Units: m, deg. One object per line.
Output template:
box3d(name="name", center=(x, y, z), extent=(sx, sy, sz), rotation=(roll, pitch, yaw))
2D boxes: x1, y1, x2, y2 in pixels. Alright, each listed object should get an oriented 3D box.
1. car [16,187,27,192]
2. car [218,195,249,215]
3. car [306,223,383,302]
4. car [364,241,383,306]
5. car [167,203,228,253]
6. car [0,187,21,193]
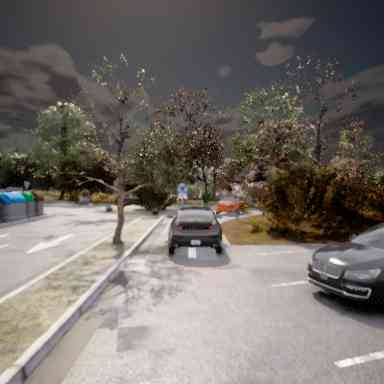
box3d(name="car", center=(-27.160, -0.017, 50.145), extent=(4.553, 1.767, 2.097), rotation=(4, -1, 2))
box3d(name="car", center=(3.820, 1.087, 30.589), extent=(2.097, 1.767, 4.553), rotation=(-1, 1, 21))
box3d(name="car", center=(4.836, 1.390, 7.256), extent=(4.892, 1.521, 2.231), rotation=(1, 1, -20))
box3d(name="car", center=(4.824, 1.435, 3.862), extent=(4.892, 1.521, 2.231), rotation=(1, 1, -20))
box3d(name="car", center=(0.106, 1.320, 12.794), extent=(1.837, 1.490, 4.892), rotation=(0, 0, 0))
box3d(name="car", center=(-24.377, 0.838, 43.321), extent=(2.435, 2.045, 5.566), rotation=(0, -2, -19))
